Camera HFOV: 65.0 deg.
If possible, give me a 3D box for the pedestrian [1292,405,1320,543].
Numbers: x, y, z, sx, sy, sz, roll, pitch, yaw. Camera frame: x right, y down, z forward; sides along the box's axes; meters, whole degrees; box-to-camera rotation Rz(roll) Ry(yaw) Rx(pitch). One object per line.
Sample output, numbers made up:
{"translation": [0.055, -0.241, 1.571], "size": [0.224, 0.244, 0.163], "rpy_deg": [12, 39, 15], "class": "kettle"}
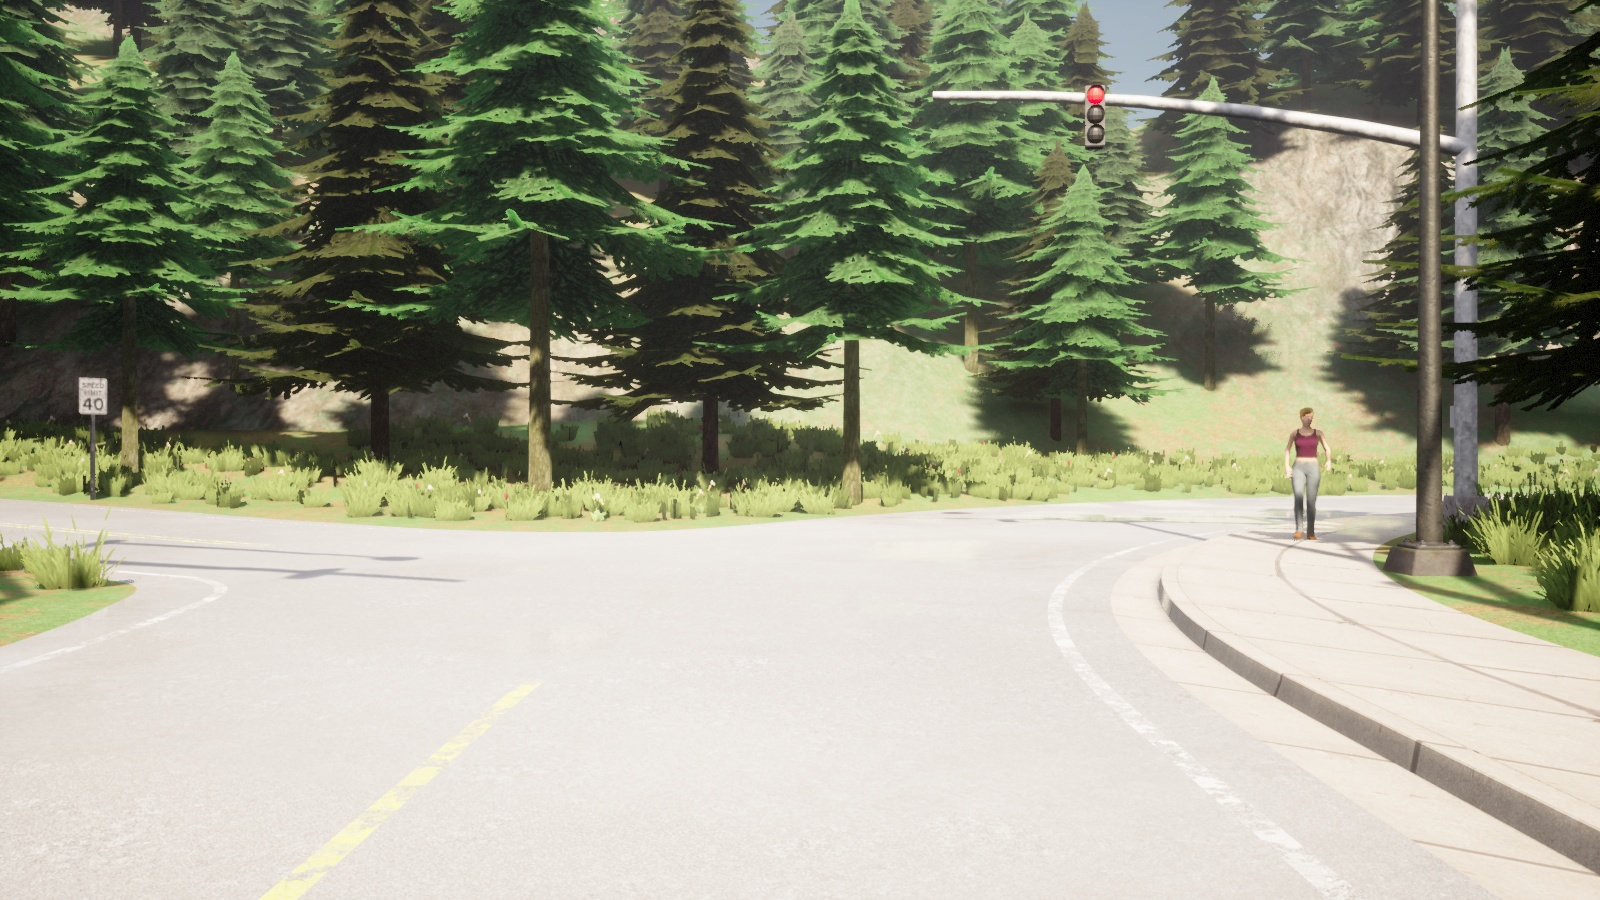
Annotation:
{"translation": [6.882, 0.318, 17.087], "size": [0.345, 1.836, 0.594], "rpy_deg": [0, 0, 22], "class": "pedestrian"}
